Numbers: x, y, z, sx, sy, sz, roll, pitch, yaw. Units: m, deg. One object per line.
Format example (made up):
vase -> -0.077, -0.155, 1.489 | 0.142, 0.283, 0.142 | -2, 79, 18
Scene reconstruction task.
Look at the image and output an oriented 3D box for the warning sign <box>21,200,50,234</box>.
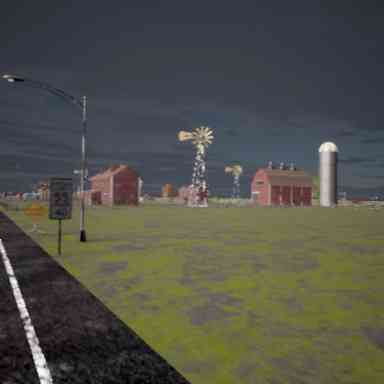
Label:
warning sign -> -8.968, 1.385, 19.042 | 1.300, 1.860, 1.060 | 2, -1, -32
